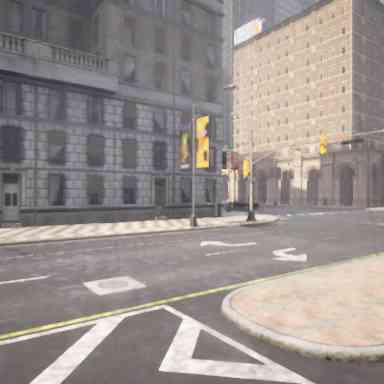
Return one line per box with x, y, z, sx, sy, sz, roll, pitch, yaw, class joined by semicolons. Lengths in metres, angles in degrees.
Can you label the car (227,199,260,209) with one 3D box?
7.163;1.692;46.358;1.895;1.301;4.718;0;0;-36;car
